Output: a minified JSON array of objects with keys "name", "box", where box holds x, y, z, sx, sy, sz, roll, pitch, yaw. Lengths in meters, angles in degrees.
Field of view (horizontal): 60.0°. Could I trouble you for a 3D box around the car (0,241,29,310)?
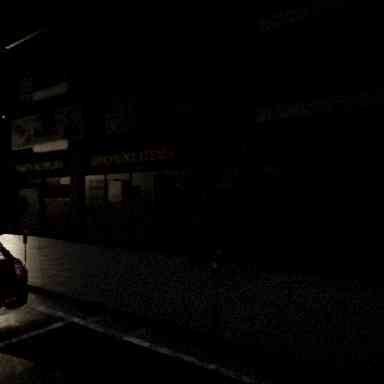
[{"name":"car","box":[-5.175,1.520,6.752,4.097,1.590,1.967,-1,0,35]}]
